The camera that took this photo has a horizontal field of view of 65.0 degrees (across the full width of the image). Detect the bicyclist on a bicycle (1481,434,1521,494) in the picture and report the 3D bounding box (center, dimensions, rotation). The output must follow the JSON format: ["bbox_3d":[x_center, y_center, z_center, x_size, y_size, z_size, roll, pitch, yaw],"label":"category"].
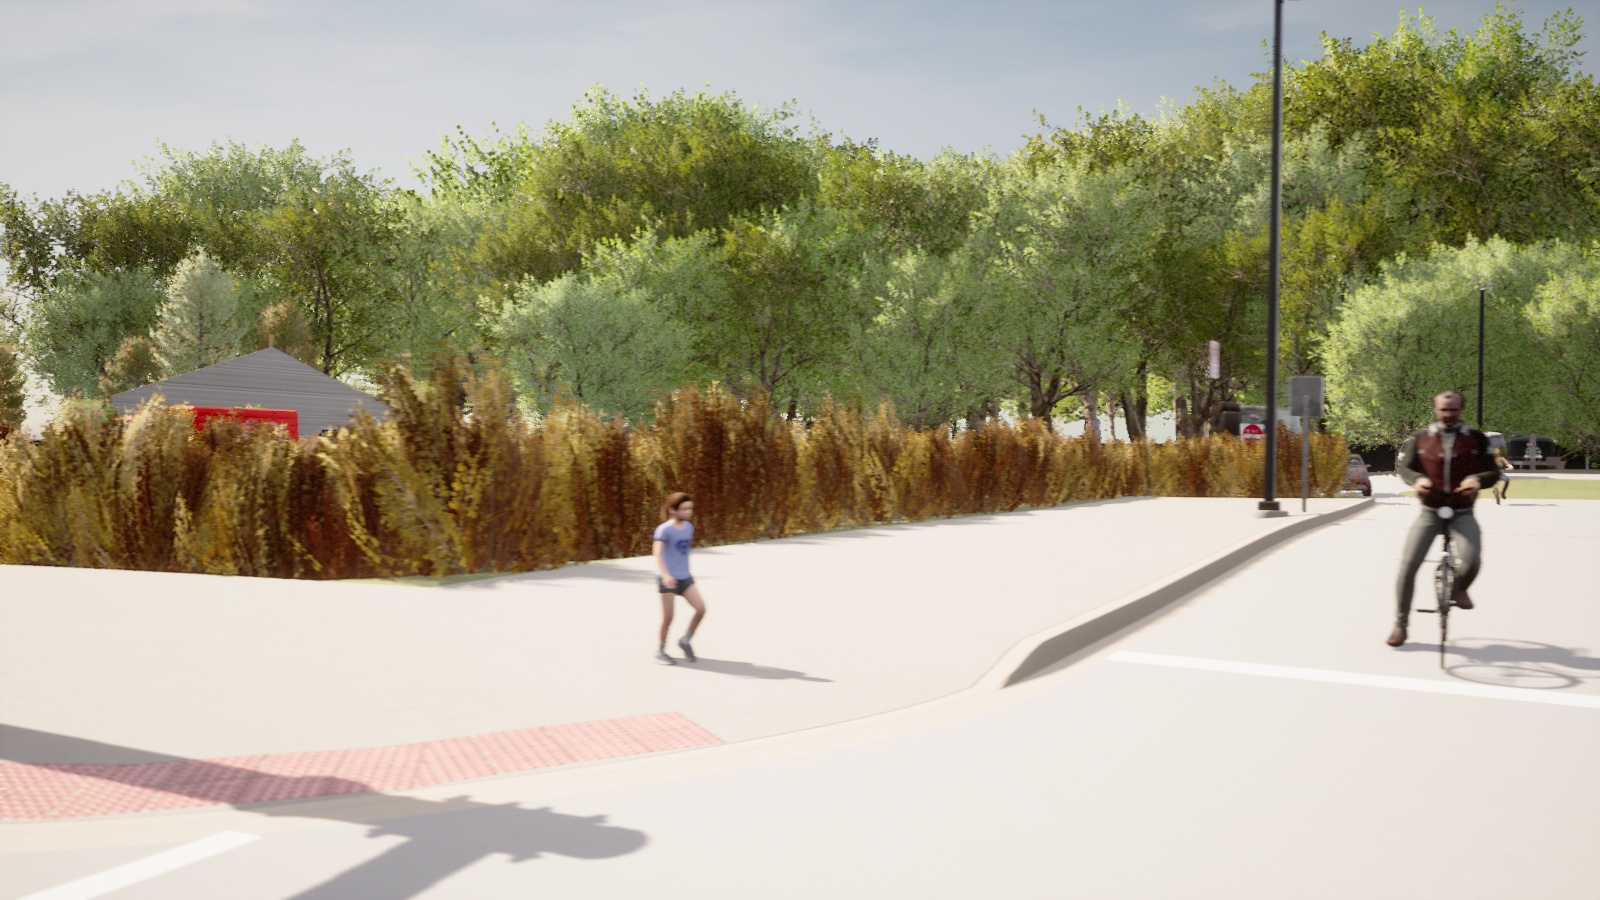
[{"bbox_3d":[19.687,0.395,35.254,0.866,1.612,1.509,-4,-2,31],"label":"bicyclist on a bicycle"}]

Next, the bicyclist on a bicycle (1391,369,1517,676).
[{"bbox_3d":[4.297,0.403,8.244,0.659,1.776,1.843,0,1,28],"label":"bicyclist on a bicycle"}]

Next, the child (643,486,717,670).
[{"bbox_3d":[-0.755,0.789,7.881,0.394,1.110,0.255,0,-1,41],"label":"child"}]

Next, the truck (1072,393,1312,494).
[{"bbox_3d":[14.492,-0.339,46.870,7.936,3.462,2.891,2,2,40],"label":"truck"}]

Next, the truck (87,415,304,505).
[{"bbox_3d":[-17.860,0.255,37.348,2.627,2.467,5.204,0,0,34],"label":"truck"}]

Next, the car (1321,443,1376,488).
[{"bbox_3d":[20.580,0.565,47.245,1.789,1.549,3.705,-2,1,23],"label":"car"}]

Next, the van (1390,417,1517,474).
[{"bbox_3d":[28.119,-0.202,54.087,4.442,1.987,1.775,-5,2,-3],"label":"van"}]
